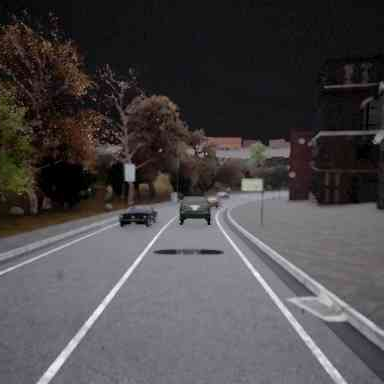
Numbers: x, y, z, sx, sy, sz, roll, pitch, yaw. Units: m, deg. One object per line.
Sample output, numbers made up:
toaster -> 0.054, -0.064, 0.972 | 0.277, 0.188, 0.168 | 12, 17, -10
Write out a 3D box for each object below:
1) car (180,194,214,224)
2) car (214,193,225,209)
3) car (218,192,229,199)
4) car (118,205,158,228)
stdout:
car -> 0.316, 1.183, 24.401 | 2.150, 2.045, 5.566 | 0, 0, 2
car -> 2.683, 1.309, 42.530 | 1.812, 1.442, 4.674 | 1, 1, 12
car -> 5.532, 0.693, 62.383 | 1.812, 1.442, 4.674 | 3, 3, 25
car -> -3.445, 1.558, 21.984 | 1.895, 1.301, 4.718 | 0, 0, 2
